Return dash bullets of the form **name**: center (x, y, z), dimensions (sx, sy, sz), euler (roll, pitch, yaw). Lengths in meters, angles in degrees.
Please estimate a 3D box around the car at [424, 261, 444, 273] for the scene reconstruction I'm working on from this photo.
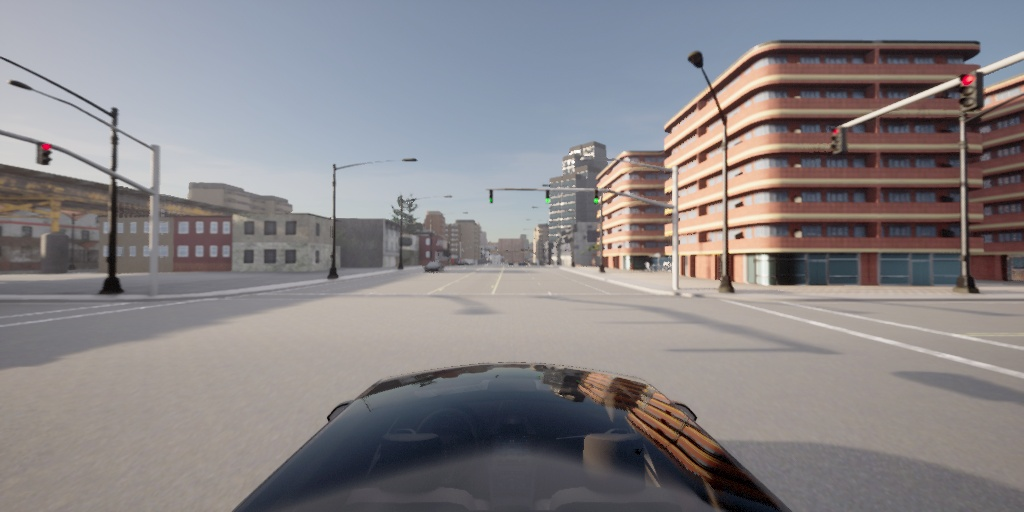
- **car**: center (-10.220, 1.454, 47.202), dimensions (1.882, 1.535, 5.008), euler (0, 1, 0)
